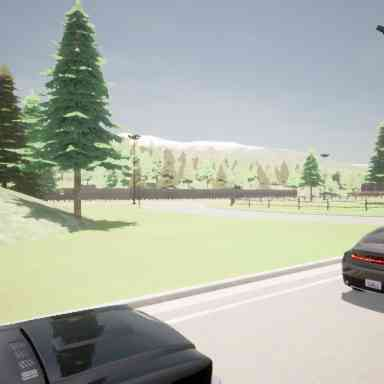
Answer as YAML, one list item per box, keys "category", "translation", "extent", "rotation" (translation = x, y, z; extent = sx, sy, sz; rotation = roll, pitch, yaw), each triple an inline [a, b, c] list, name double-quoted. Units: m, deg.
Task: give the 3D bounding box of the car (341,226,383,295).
- category: "car"
  translation: [5.425, 1.505, 7.714]
  extent: [4.892, 1.490, 1.837]
  rotation: [0, 0, -35]

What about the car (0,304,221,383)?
- category: "car"
  translation: [-2.071, 1.601, 2.272]
  extent: [4.718, 1.301, 1.895]
  rotation: [0, 0, -35]
